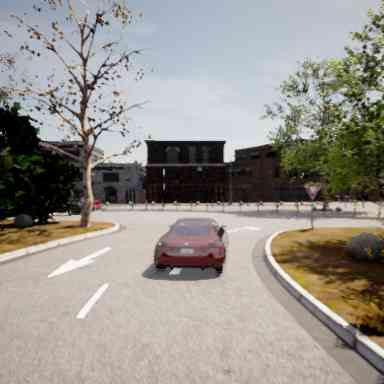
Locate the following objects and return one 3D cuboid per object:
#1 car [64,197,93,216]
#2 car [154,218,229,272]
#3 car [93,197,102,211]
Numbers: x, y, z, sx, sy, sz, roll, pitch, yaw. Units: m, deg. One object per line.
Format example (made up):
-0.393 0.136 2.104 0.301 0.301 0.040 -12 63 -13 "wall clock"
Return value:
-12.907 1.243 32.006 5.566 2.045 2.150 -1 0 -1 "car"
0.145 1.505 10.693 1.994 1.385 4.181 0 0 8 "car"
-12.061 1.325 39.321 2.185 1.767 4.553 -1 0 -2 "car"
